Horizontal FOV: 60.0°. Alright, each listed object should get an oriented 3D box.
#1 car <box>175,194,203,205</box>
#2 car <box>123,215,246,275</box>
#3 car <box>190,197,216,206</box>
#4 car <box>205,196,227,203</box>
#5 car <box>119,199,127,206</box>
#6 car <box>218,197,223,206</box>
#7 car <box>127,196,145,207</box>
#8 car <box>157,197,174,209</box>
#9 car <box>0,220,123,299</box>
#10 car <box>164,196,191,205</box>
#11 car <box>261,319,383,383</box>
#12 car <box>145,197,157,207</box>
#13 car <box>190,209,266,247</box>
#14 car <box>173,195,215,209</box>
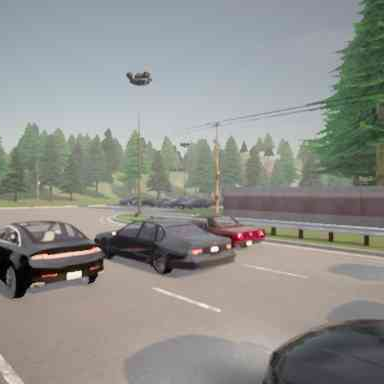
[{"bbox_3d":[-0.520,1.322,57.262,4.553,1.767,2.097,0,0,-43],"label":"car"},{"bbox_3d":[-1.128,1.542,10.544,2.033,1.411,5.357,0,0,-43],"label":"car"},{"bbox_3d":[1.821,1.536,54.662,4.181,1.385,1.994,0,0,-43],"label":"car"},{"bbox_3d":[4.878,1.567,67.053,4.718,1.301,1.895,0,0,-43],"label":"car"},{"bbox_3d":[-9.485,1.473,53.652,4.892,1.490,1.837,0,0,-43],"label":"car"},{"bbox_3d":[4.933,1.521,52.790,5.357,1.411,2.033,0,0,-43],"label":"car"},{"bbox_3d":[-6.994,1.462,51.191,4.902,1.511,2.128,0,0,-43],"label":"car"},{"bbox_3d":[-2.044,1.501,46.219,4.674,1.442,1.812,0,0,-43],"label":"car"},{"bbox_3d":[-4.071,1.486,8.572,2.128,1.511,4.902,0,0,-43],"label":"car"},{"bbox_3d":[-2.643,1.472,60.063,4.892,1.490,1.837,0,0,-43],"label":"car"},{"bbox_3d":[2.634,1.505,1.651,1.837,1.490,4.892,0,0,-43],"label":"car"},{"bbox_3d":[-4.309,1.537,48.910,4.181,1.385,1.994,0,0,-43],"label":"car"},{"bbox_3d":[0.586,1.594,13.841,1.895,1.301,4.718,0,0,-43],"label":"car"},{"bbox_3d":[0.538,1.524,43.861,5.357,1.411,2.033,0,0,-43],"label":"car"}]
